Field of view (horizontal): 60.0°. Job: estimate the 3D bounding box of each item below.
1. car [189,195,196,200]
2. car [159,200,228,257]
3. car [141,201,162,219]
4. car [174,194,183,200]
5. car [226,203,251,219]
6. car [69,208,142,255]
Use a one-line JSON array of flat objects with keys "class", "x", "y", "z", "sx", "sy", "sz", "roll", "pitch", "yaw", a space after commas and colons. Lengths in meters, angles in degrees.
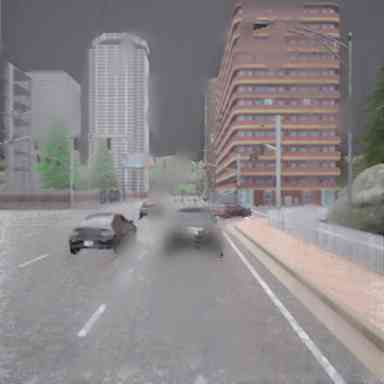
[{"class": "car", "x": 0.040, "y": 1.711, "z": 87.658, "sx": 1.812, "sy": 1.442, "sz": 4.674, "roll": 0, "pitch": 0, "yaw": 0}, {"class": "car", "x": 0.070, "y": 1.382, "z": 13.181, "sx": 2.097, "sy": 1.767, "sz": 4.553, "roll": 0, "pitch": 0, "yaw": 0}, {"class": "car", "x": -3.417, "y": 1.539, "z": 29.174, "sx": 2.128, "sy": 1.511, "sz": 4.902, "roll": 0, "pitch": 0, "yaw": 0}, {"class": "car", "x": -3.461, "y": 1.409, "z": 86.837, "sx": 2.150, "sy": 2.045, "sz": 5.566, "roll": 0, "pitch": 0, "yaw": 0}, {"class": "car", "x": 3.250, "y": 1.606, "z": 28.687, "sx": 4.181, "sy": 1.385, "sz": 1.994, "roll": 0, "pitch": 0, "yaw": -42}, {"class": "car", "x": -3.425, "y": 1.556, "z": 13.381, "sx": 1.812, "sy": 1.442, "sz": 4.674, "roll": 0, "pitch": 0, "yaw": 0}]
